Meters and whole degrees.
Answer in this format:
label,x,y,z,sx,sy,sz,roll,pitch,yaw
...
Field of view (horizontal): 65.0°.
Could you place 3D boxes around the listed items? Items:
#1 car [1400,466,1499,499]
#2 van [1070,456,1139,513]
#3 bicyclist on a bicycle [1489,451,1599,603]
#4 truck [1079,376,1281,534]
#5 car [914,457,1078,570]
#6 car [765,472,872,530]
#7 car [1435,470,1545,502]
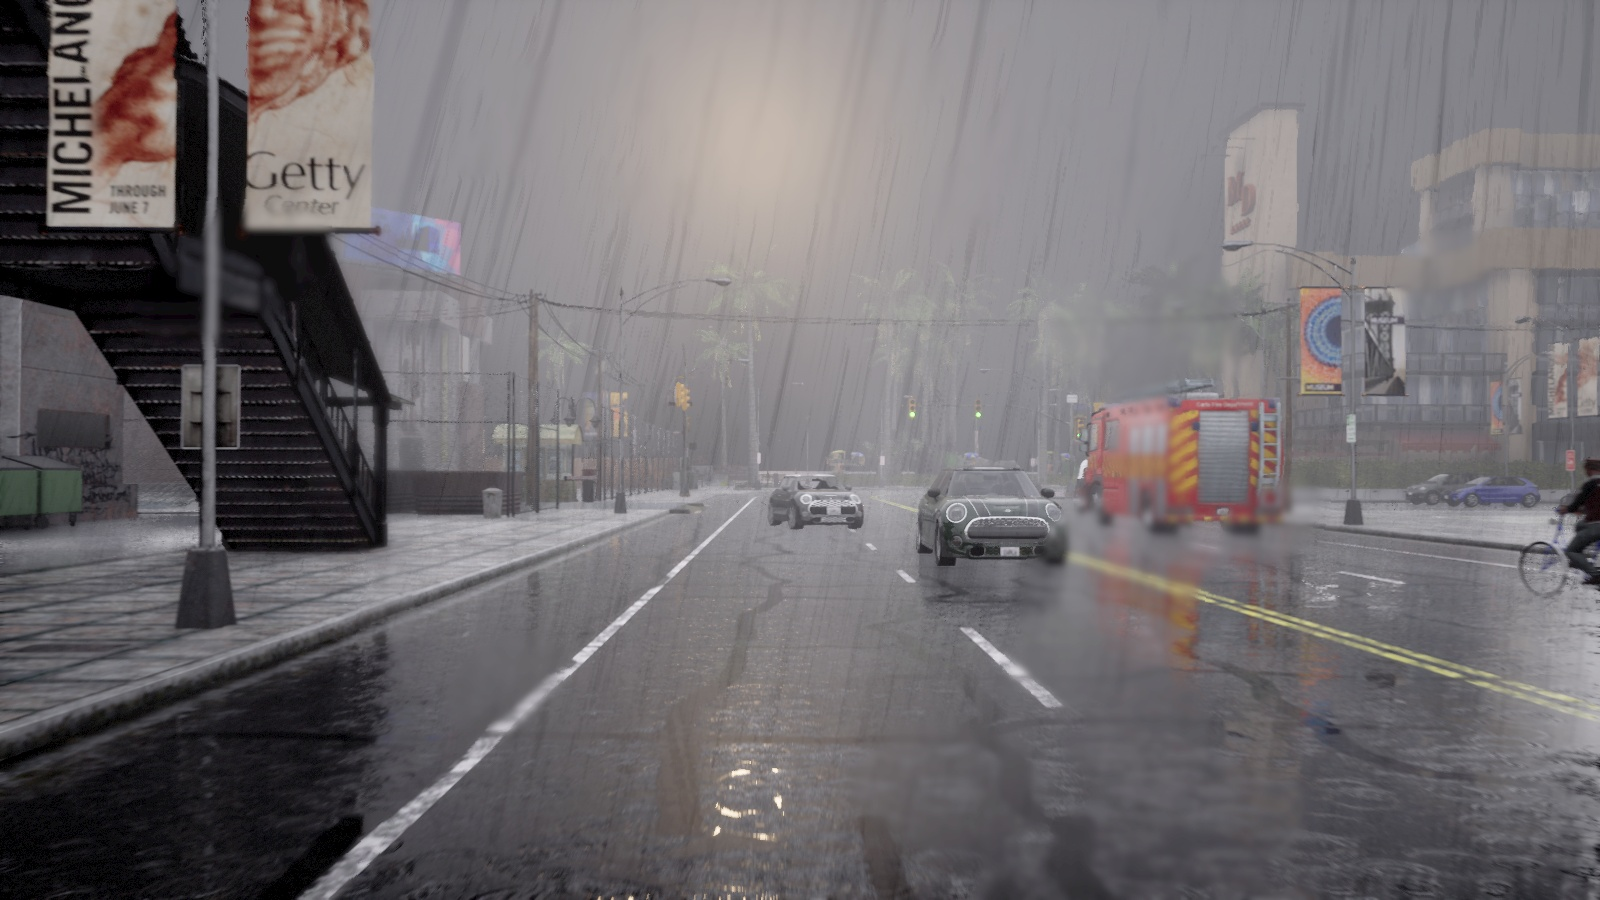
label,x,y,z,sx,sy,sz,roll,pitch,yaw
car,32.518,1.636,62.922,3.988,1.617,1.851,0,-1,-1
van,11.617,1.289,47.666,2.069,2.038,4.480,-1,-1,20
bicyclist on a bicycle,9.465,0.905,15.417,0.659,1.776,1.843,0,-1,-15
truck,10.125,0.189,34.599,2.891,3.827,8.468,0,-1,-1
car,3.291,1.028,21.997,2.097,1.767,4.553,0,-1,-1
car,0.436,1.357,34.558,1.970,1.475,3.806,0,-1,-15
car,32.612,1.693,59.434,4.193,1.474,1.816,0,-1,-2
